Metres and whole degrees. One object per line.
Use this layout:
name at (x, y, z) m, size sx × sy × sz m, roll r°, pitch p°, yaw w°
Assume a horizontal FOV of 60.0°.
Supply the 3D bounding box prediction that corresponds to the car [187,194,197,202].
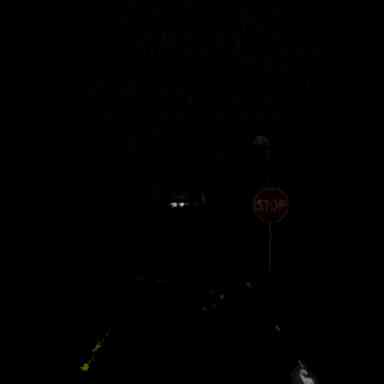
car at (0.022, 1.305, 75.076) m, size 2.097 × 1.767 × 4.553 m, roll 0°, pitch 0°, yaw 0°

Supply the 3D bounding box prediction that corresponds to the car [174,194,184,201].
car at (-2.727, 1.169, 69.283) m, size 1.812 × 1.442 × 4.674 m, roll 0°, pitch 0°, yaw 0°

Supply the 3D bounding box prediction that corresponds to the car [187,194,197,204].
car at (0.022, 1.536, 65.087) m, size 1.812 × 1.442 × 4.674 m, roll 0°, pitch 0°, yaw 0°
